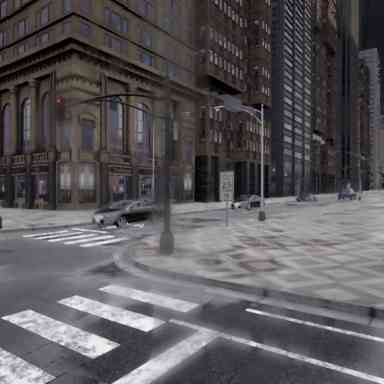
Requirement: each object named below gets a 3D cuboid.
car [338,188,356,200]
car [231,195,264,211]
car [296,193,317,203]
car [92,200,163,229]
[{"bbox_3d":[27.002,0.359,57.879,2.150,2.045,5.566,0,1,36],"label":"car"},{"bbox_3d":[5.644,1.044,33.532,2.128,1.511,4.902,0,1,36],"label":"car"},{"bbox_3d":[17.006,0.859,49.263,1.994,1.385,4.181,0,1,36],"label":"car"},{"bbox_3d":[-3.803,1.264,20.215,2.128,1.511,4.902,0,1,34],"label":"car"}]
